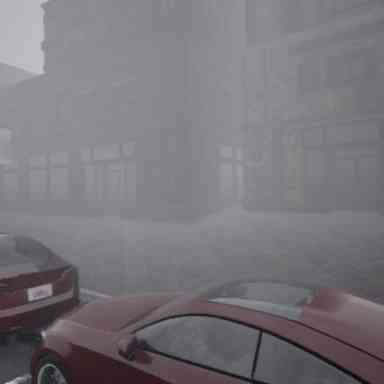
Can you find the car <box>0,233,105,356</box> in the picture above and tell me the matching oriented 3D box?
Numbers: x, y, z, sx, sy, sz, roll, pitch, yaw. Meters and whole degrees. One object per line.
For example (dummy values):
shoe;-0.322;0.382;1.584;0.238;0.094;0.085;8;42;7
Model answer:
car;-4.128;1.514;6.208;4.792;1.488;2.163;0;0;35
